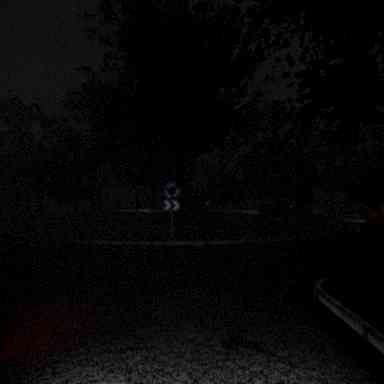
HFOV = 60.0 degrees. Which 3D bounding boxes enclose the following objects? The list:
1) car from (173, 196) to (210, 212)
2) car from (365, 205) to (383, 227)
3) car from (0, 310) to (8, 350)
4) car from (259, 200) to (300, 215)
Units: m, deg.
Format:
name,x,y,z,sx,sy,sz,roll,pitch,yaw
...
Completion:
name,x,y,z,sx,sy,sz,roll,pitch,yaw
car,-0.493,1.598,43.478,5.566,2.045,2.150,0,-1,6
car,14.362,1.690,24.530,1.882,1.535,5.008,0,-1,13
car,-3.269,1.618,1.812,1.895,1.301,4.718,0,0,3
car,10.064,1.684,38.581,2.097,1.767,4.553,0,-1,-43
